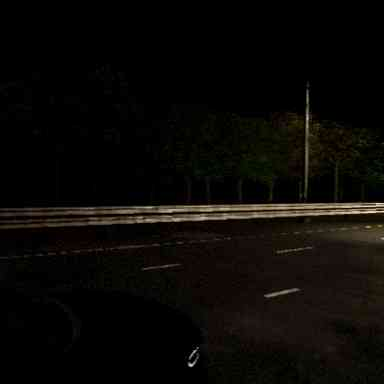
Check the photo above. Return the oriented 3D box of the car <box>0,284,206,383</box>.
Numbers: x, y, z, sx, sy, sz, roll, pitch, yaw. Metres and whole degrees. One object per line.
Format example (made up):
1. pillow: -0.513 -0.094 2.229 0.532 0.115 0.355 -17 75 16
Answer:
1. car: -2.195 1.422 2.524 5.008 1.535 1.882 1 0 -33
